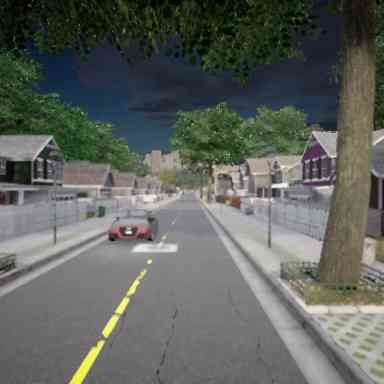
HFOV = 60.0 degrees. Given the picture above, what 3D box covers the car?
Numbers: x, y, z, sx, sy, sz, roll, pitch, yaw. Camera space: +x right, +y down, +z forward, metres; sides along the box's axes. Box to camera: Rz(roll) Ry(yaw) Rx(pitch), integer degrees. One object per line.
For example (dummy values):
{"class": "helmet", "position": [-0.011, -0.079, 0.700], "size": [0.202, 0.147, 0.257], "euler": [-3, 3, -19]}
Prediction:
{"class": "car", "position": [-2.760, 1.582, 16.498], "size": [1.994, 1.385, 4.181], "euler": [0, 0, 0]}
